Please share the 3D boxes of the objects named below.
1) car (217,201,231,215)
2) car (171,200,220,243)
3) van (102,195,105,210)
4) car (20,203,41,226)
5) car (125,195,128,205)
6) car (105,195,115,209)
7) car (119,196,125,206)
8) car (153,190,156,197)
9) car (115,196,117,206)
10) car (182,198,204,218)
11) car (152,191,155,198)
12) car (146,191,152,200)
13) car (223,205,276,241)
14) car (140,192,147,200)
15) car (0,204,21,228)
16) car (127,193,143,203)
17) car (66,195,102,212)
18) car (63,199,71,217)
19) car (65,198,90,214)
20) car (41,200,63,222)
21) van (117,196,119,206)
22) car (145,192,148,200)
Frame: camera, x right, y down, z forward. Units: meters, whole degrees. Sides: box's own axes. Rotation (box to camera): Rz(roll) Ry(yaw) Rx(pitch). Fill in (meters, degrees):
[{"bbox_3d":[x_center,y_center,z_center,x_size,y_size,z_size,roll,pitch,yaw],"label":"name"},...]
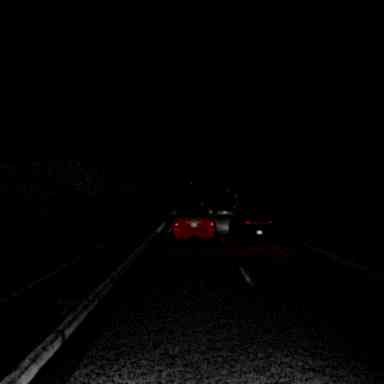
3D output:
[{"bbox_3d":[3.090,1.682,33.631,2.128,1.511,4.902,0,0,0],"label":"car"},{"bbox_3d":[0.094,1.503,16.970,2.097,1.767,4.553,0,0,0],"label":"car"},{"bbox_3d":[-13.769,1.427,42.232,4.442,1.987,1.878,-1,0,-20],"label":"van"},{"bbox_3d":[-13.906,1.713,24.265,4.792,1.488,2.163,-1,0,-20],"label":"car"},{"bbox_3d":[-13.865,1.616,57.102,4.674,1.452,2.002,-1,1,-20],"label":"car"},{"bbox_3d":[-13.852,1.387,45.185,5.566,2.045,2.435,-1,0,-20],"label":"car"},{"bbox_3d":[-13.843,1.466,54.128,4.553,1.767,2.185,-1,1,-20],"label":"car"},{"bbox_3d":[-13.887,1.062,93.119,5.566,2.045,2.435,-1,1,-20],"label":"car"},{"bbox_3d":[-13.866,1.624,48.155,4.892,1.521,2.231,-1,1,-20],"label":"car"},{"bbox_3d":[0.089,1.543,33.387,2.097,1.767,4.553,0,0,0],"label":"car"},{"bbox_3d":[-13.688,1.347,90.195,5.366,1.575,1.946,-1,0,-20],"label":"car"},{"bbox_3d":[-13.839,1.169,84.139,5.566,2.045,2.435,-1,0,-20],"label":"car"},{"bbox_3d":[3.094,1.646,17.629,2.128,1.511,4.902,0,0,0],"label":"car"},{"bbox_3d":[-14.035,1.464,78.049,5.366,1.575,1.946,-1,1,-20],"label":"car"},{"bbox_3d":[-13.875,1.709,21.292,4.674,1.452,2.002,-1,0,-20],"label":"car"},{"bbox_3d":[-13.840,1.528,72.126,4.792,1.488,2.163,-1,0,-20],"label":"car"},{"bbox_3d":[-13.905,1.418,39.189,5.566,2.045,2.435,-1,0,-20],"label":"car"},{"bbox_3d":[-13.850,1.719,30.261,4.792,1.488,2.163,-1,0,-20],"label":"car"},{"bbox_3d":[-13.872,1.718,36.218,4.674,1.452,2.002,-1,0,-20],"label":"car"},{"bbox_3d":[-13.707,1.682,27.334,5.366,1.575,1.946,-1,0,-20],"label":"car"},{"bbox_3d":[-13.983,1.383,51.093,4.442,1.987,1.878,-1,1,-20],"label":"van"},{"bbox_3d":[-13.867,1.482,81.122,4.674,1.452,2.002,-1,0,-20],"label":"car"}]
